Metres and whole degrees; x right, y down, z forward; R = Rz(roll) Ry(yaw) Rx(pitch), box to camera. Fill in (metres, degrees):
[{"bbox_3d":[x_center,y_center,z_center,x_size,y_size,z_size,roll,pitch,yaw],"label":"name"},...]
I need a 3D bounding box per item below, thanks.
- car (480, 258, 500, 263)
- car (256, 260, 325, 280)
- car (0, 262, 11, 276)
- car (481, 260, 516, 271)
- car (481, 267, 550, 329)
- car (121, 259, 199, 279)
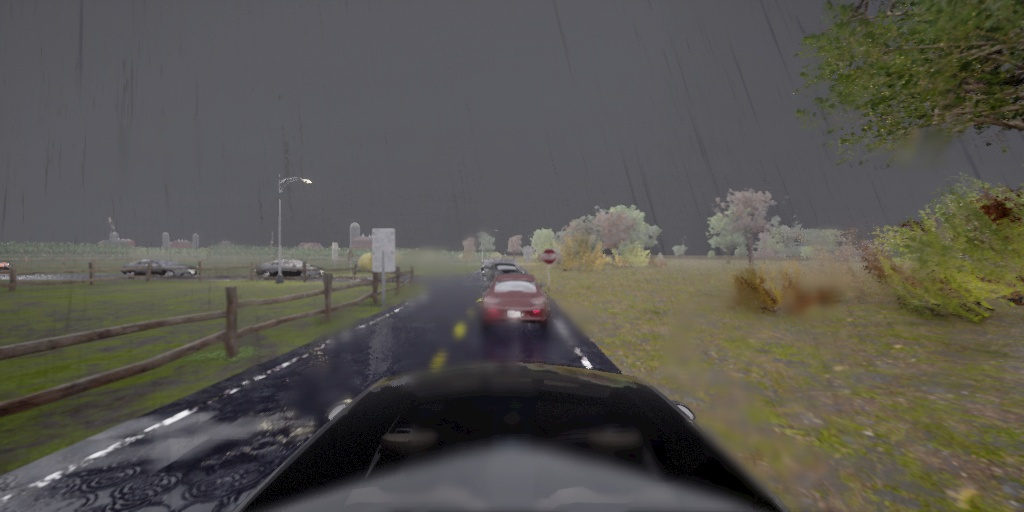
[{"bbox_3d":[-2.884,1.134,45.464,1.837,1.490,4.892,0,0,0],"label":"car"},{"bbox_3d":[-17.255,1.068,28.081,4.902,1.511,2.128,0,1,-1],"label":"car"},{"bbox_3d":[-41.891,0.759,27.818,4.553,1.767,2.097,0,1,0],"label":"car"},{"bbox_3d":[-0.612,1.192,22.087,1.837,1.490,4.892,0,1,-10],"label":"car"},{"bbox_3d":[0.088,1.245,10.990,1.812,1.442,4.674,0,0,0],"label":"car"},{"bbox_3d":[-27.337,1.000,27.964,4.902,1.511,2.128,0,1,-1],"label":"car"}]
